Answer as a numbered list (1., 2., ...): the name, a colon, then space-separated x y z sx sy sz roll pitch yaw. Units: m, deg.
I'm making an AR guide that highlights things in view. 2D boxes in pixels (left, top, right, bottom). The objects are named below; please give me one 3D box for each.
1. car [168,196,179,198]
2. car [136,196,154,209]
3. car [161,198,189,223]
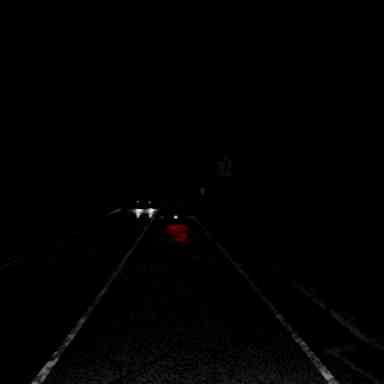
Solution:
1. car: -2.313 1.286 42.017 2.097 1.767 4.553 0 0 -4
2. car: -6.084 1.273 43.180 2.097 1.767 4.553 0 0 -4
3. car: -1.269 1.473 25.493 1.837 1.490 4.892 0 1 -4
